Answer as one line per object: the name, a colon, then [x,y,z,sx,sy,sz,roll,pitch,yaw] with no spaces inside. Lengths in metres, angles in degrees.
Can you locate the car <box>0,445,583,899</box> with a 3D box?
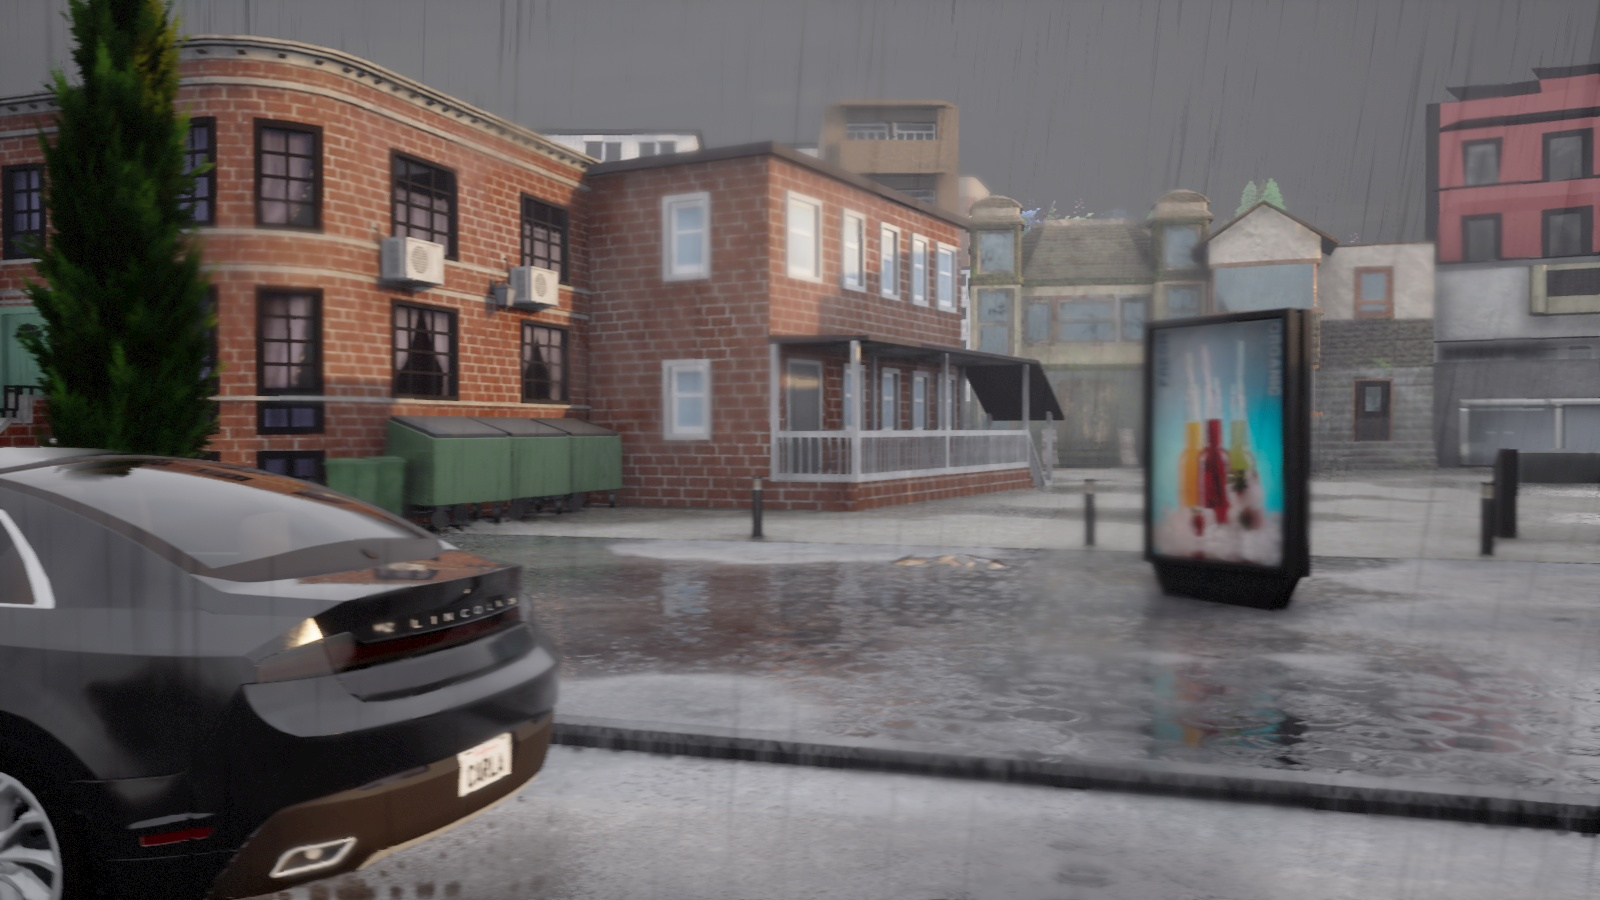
car: [-3.473,0.740,4.887,4.892,1.490,1.837,1,1,19]
